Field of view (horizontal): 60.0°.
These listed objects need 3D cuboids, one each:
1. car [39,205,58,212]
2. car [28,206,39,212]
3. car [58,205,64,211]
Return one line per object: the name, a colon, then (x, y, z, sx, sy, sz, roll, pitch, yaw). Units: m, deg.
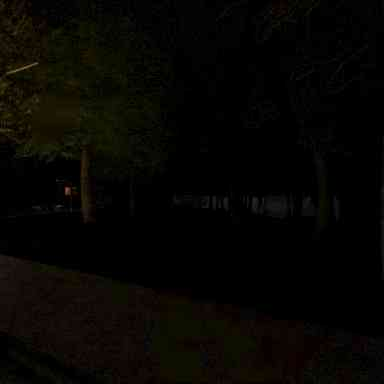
car: (-33.342, 3.883, 77.193, 1.837, 1.490, 4.892, 0, -2, -9)
car: (-36.762, 3.997, 77.948, 2.033, 1.411, 5.357, 0, -2, -9)
car: (-35.052, 4.234, 87.477, 2.128, 1.511, 4.902, 0, -2, -9)
